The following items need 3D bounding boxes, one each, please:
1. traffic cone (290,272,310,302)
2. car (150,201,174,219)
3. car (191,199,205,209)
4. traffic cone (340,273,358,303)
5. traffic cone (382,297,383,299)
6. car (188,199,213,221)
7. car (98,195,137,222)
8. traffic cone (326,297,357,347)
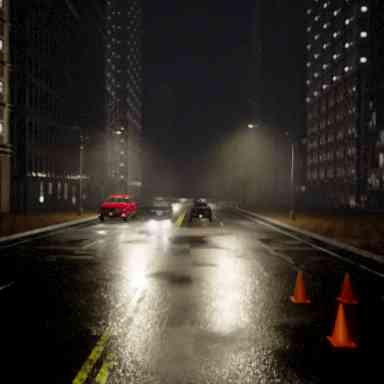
[{"bbox_3d":[2.298,2.007,7.093,0.340,0.580,0.340,0,0,0],"label":"traffic cone"},{"bbox_3d":[-2.716,1.609,30.483,2.128,1.511,4.902,0,0,1],"label":"car"},{"bbox_3d":[0.891,1.787,50.664,2.033,1.411,5.357,0,0,0],"label":"car"},{"bbox_3d":[3.297,2.015,7.084,0.340,0.580,0.340,0,0,0],"label":"traffic cone"},{"bbox_3d":[4.297,2.024,7.076,0.340,0.580,0.340,0,0,0],"label":"traffic cone"},{"bbox_3d":[0.709,1.642,28.447,1.837,1.490,4.892,0,0,0],"label":"car"},{"bbox_3d":[-5.994,1.299,27.448,2.150,2.045,5.566,0,0,1],"label":"car"},{"bbox_3d":[2.281,1.998,5.093,0.340,0.580,0.340,0,0,0],"label":"traffic cone"}]
